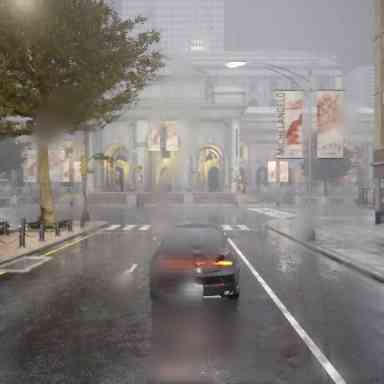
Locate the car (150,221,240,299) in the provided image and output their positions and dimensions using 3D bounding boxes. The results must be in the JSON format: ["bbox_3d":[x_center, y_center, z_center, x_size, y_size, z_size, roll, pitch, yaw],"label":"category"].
[{"bbox_3d":[0.064,1.505,8.449,1.837,1.490,4.892,0,0,0],"label":"car"}]
